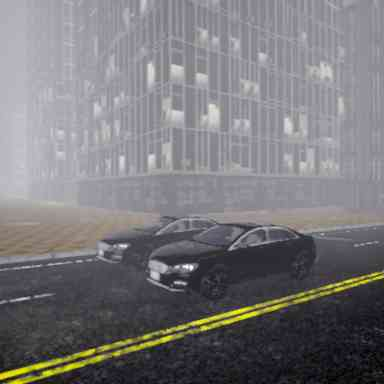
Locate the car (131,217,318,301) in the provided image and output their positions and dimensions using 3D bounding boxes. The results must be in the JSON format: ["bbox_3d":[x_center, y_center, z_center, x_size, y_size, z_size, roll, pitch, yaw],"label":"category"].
[{"bbox_3d":[1.205,1.541,8.537,4.902,1.511,2.128,1,0,-36],"label":"car"}]

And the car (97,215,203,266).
[{"bbox_3d":[-0.671,1.541,11.192,4.902,1.511,2.128,1,0,-36],"label":"car"}]
